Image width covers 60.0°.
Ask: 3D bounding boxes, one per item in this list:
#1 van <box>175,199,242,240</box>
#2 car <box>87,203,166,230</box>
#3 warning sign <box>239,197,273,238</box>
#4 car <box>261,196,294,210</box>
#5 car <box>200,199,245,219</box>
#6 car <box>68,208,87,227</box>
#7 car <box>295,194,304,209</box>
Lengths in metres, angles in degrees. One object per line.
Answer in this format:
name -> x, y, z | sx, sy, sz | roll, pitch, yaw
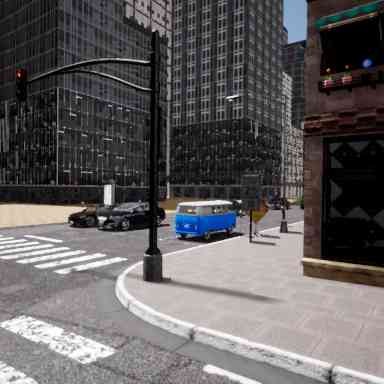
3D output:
van -> 0.825, 1.368, 17.030 | 1.690, 1.788, 3.998 | 1, 1, 35
car -> -3.669, 1.431, 20.709 | 2.128, 1.511, 4.902 | 1, 1, 35
warning sign -> 3.106, 1.177, 16.135 | 1.300, 1.860, 1.060 | 1, 1, 35
car -> 10.476, 1.423, 40.538 | 1.812, 1.442, 4.674 | 1, 1, 36
car -> 2.835, 1.423, 29.841 | 1.837, 1.490, 4.892 | 1, 1, 35
car -> -6.005, 1.467, 21.893 | 1.947, 1.339, 4.313 | 1, 1, 35
car -> 15.417, 1.159, 42.100 | 2.150, 2.045, 5.566 | 1, 1, 36
